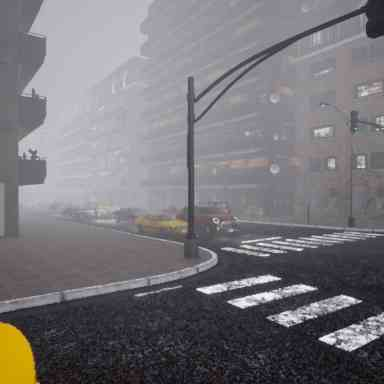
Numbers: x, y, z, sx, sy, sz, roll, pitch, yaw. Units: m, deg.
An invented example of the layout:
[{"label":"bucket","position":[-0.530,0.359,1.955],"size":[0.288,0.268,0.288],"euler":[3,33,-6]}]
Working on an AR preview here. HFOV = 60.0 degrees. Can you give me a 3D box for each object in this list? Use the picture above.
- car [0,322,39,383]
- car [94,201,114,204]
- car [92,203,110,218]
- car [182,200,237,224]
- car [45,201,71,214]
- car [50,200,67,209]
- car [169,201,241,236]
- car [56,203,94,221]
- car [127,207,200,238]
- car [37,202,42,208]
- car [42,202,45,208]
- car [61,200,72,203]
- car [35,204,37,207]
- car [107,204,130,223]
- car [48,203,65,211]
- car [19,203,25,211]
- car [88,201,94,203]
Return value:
[{"label":"car","position":[-3.195,1.477,1.106],"size":[5.008,1.535,1.882],"euler":[0,0,-35]},{"label":"car","position":[-12.431,2.290,49.534],"size":[1.801,1.575,5.366],"euler":[0,-1,-36]},{"label":"car","position":[-11.187,2.255,37.213],"size":[1.895,1.301,4.718],"euler":[0,-1,-36]},{"label":"car","position":[1.432,1.713,29.608],"size":[2.192,1.841,5.009],"euler":[-1,0,-36]},{"label":"car","position":[-20.025,2.472,49.519],"size":[1.812,1.442,4.674],"euler":[0,-1,-36]},{"label":"car","position":[-28.552,2.623,70.827],"size":[2.192,1.841,5.009],"euler":[-1,0,-36]},{"label":"car","position":[0.885,1.634,20.617],"size":[2.097,1.767,4.553],"euler":[0,-1,-36]},{"label":"car","position":[-11.938,2.163,33.808],"size":[1.887,1.381,4.507],"euler":[-1,0,-36]},{"label":"car","position":[-1.844,1.832,19.930],"size":[1.752,1.417,4.829],"euler":[-1,0,-36]},{"label":"car","position":[-35.209,3.049,79.987],"size":[1.887,1.381,4.507],"euler":[-1,0,-36]},{"label":"car","position":[-31.877,2.972,75.406],"size":[1.947,1.339,4.313],"euler":[-1,0,-36]},{"label":"car","position":[-19.593,2.529,54.195],"size":[2.033,1.411,5.357],"euler":[0,-1,-36]},{"label":"car","position":[-38.536,3.167,84.569],"size":[1.947,1.339,4.313],"euler":[-1,0,-36]},{"label":"car","position":[-5.142,2.017,28.891],"size":[2.033,1.411,5.357],"euler":[0,-1,-36]},{"label":"car","position":[-25.268,2.754,61.995],"size":[1.895,1.301,4.718],"euler":[0,-1,-36]},{"label":"car","position":[-31.929,2.769,61.288],"size":[1.887,1.381,4.507],"euler":[-1,0,-36]},{"label":"car","position":[-16.451,2.307,54.996],"size":[2.097,1.767,4.553],"euler":[0,-1,-36]}]
